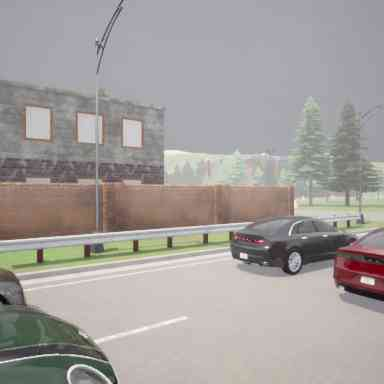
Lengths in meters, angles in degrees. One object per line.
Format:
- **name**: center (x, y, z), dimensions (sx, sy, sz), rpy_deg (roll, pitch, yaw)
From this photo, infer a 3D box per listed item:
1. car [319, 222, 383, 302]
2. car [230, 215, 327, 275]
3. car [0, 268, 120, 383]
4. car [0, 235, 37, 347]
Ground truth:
- **car**: center (5.258, 1.478, 7.543), dimensions (5.008, 1.535, 1.882), rpy_deg (0, 0, -35)
- **car**: center (3.400, 1.505, 10.515), dimensions (4.892, 1.490, 1.837), rpy_deg (0, 0, -35)
- **car**: center (-2.659, 1.352, 1.850), dimensions (4.553, 1.767, 2.097), rpy_deg (0, 0, -35)
- **car**: center (-4.673, 1.564, 4.712), dimensions (4.181, 1.385, 1.994), rpy_deg (0, 0, -36)
